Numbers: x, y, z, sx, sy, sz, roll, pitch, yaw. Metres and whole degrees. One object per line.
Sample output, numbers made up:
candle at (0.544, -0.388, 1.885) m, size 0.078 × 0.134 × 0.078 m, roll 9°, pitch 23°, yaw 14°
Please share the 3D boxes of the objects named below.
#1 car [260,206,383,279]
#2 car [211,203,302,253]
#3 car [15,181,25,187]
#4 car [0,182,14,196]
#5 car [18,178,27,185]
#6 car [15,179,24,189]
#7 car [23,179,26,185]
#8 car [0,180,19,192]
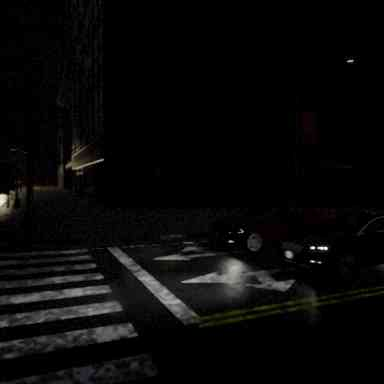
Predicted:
car at (4.634, 1.296, 9.279) m, size 4.902 × 1.511 × 2.128 m, roll 0°, pitch 2°, yaw -25°
car at (3.103, 1.176, 12.146) m, size 5.008 × 1.535 × 1.882 m, roll 0°, pitch 2°, yaw -24°
car at (-42.476, -2.048, 82.267) m, size 2.008 × 1.369 × 4.403 m, roll 0°, pitch 2°, yaw -25°
car at (-23.603, -0.255, 41.245) m, size 1.802 × 1.307 × 4.206 m, roll 0°, pitch 2°, yaw -25°
car at (-40.115, -1.938, 77.135) m, size 1.967 × 1.590 × 4.097 m, roll 0°, pitch 2°, yaw -25°
car at (-35.398, -1.353, 66.885) m, size 1.802 × 1.307 × 4.206 m, roll 0°, pitch 2°, yaw -25°
car at (-37.757, -1.606, 72.012) m, size 2.008 × 1.369 × 4.403 m, roll 0°, pitch 2°, yaw -25°
car at (-28.320, -0.728, 51.500) m, size 1.887 × 1.381 × 4.507 m, roll 0°, pitch 2°, yaw -25°
